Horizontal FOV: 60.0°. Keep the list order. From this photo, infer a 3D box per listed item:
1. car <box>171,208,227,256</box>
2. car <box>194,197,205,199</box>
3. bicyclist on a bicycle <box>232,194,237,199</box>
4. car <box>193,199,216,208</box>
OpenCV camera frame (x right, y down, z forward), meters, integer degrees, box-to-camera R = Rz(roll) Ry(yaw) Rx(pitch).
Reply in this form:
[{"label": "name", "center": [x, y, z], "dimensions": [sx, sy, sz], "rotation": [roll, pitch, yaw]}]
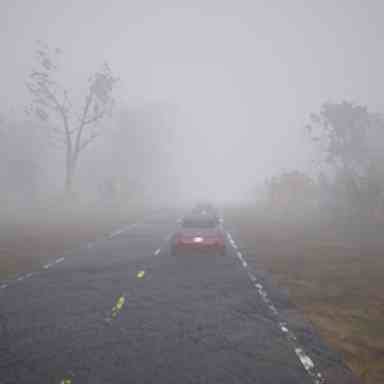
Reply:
[{"label": "car", "center": [0.306, 1.556, 13.130], "dimensions": [1.994, 1.385, 4.181], "rotation": [0, 0, 3]}, {"label": "car", "center": [1.366, 1.541, 59.631], "dimensions": [1.994, 1.385, 4.181], "rotation": [0, 0, 9]}, {"label": "bicyclist on a bicycle", "center": [11.418, 1.353, 92.747], "dimensions": [0.659, 1.776, 1.843], "rotation": [0, 0, 13]}, {"label": "car", "center": [1.109, 1.549, 28.233], "dimensions": [1.994, 1.385, 4.181], "rotation": [0, 0, 5]}]
